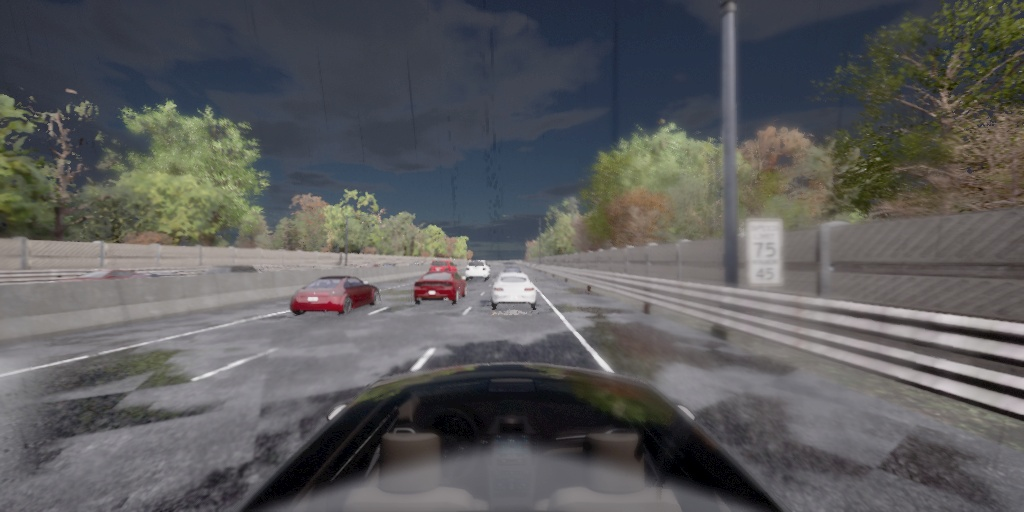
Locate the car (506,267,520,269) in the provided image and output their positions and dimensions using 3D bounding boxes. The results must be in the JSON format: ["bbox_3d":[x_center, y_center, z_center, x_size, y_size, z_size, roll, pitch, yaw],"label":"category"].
[{"bbox_3d":[0.087,1.718,32.462,2.033,1.411,5.357,0,-1,0],"label":"car"}]

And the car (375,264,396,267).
[{"bbox_3d":[-21.036,2.136,61.581,2.033,1.411,5.357,0,-1,0],"label":"car"}]

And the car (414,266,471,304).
[{"bbox_3d":[-3.409,1.444,17.757,1.882,1.535,5.008,0,-1,0],"label":"car"}]

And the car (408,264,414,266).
[{"bbox_3d":[-17.539,2.105,62.844,2.128,1.511,4.902,0,-1,0],"label":"car"}]

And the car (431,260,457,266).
[{"bbox_3d":[-6.914,1.448,36.446,2.150,2.045,5.566,0,-1,0],"label":"car"}]

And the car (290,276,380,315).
[{"bbox_3d":[-6.909,1.485,14.452,1.994,1.385,4.181,0,-1,0],"label":"car"}]

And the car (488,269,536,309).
[{"bbox_3d":[0.083,1.467,16.021,1.812,1.442,4.674,0,-1,0],"label":"car"}]

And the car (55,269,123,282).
[{"bbox_3d":[-24.620,1.546,21.761,1.812,1.442,4.674,0,-1,0],"label":"car"}]

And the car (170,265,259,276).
[{"bbox_3d":[-17.609,1.376,22.008,2.097,1.767,4.553,0,-1,0],"label":"car"}]

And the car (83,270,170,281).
[{"bbox_3d":[-21.109,1.609,20.888,1.895,1.301,4.718,0,-1,0],"label":"car"}]

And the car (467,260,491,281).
[{"bbox_3d":[-3.413,1.451,36.609,2.150,2.045,5.566,0,-1,0],"label":"car"}]
